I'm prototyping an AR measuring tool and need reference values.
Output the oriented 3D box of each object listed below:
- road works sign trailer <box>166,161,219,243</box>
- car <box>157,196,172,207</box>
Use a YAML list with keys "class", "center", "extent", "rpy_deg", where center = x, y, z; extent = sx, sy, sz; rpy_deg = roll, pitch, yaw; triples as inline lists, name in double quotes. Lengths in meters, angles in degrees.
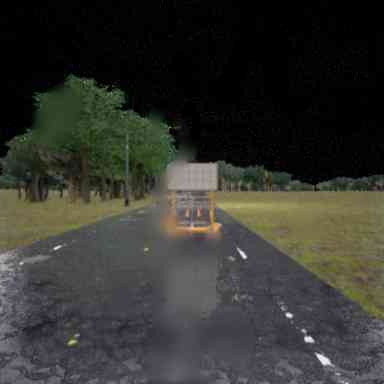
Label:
- class: "road works sign trailer"
  center: [0.028, 0.357, 15.457]
  extent: [2.380, 3.560, 2.880]
  rpy_deg: [0, 1, 0]
- class: "car"
  center: [-3.376, 1.189, 43.264]
  extent: [2.033, 1.411, 5.357]
  rpy_deg: [0, 1, 1]
